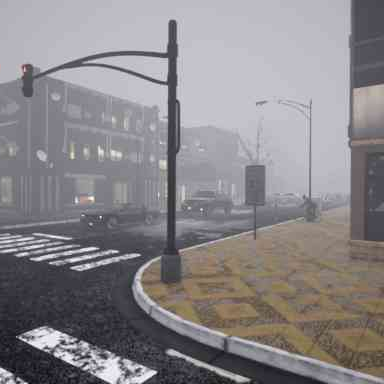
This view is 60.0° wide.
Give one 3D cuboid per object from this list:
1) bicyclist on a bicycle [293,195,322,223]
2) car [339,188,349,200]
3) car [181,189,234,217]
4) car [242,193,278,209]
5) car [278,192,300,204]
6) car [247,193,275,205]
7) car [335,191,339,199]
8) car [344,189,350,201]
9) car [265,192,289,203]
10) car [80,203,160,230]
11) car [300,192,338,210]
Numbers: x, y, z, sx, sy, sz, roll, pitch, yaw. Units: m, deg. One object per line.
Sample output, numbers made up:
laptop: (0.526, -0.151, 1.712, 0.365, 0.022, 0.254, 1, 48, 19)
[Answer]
bicyclist on a bicycle: (6.785, 1.003, 19.589, 1.656, 1.620, 0.582, 0, 1, 35)
car: (24.218, 0.571, 54.545, 2.033, 1.411, 5.357, 1, 1, 36)
car: (1.379, 0.797, 27.130, 2.150, 2.045, 5.566, 1, 1, 35)
car: (7.089, 1.013, 35.379, 1.895, 1.301, 4.718, 1, 1, 35)
car: (12.961, 0.771, 43.792, 1.812, 1.442, 4.674, 1, 1, 34)
car: (8.870, 0.820, 42.612, 1.887, 1.381, 4.507, 2, 2, 35)
car: (18.538, 0.788, 46.308, 1.895, 1.301, 4.718, 1, 1, 35)
car: (25.417, 0.618, 51.680, 1.887, 1.381, 4.507, 2, 2, 35)
car: (12.109, 0.766, 47.234, 1.802, 1.307, 4.206, 2, 2, 35)
car: (-4.062, 1.333, 19.289, 1.895, 1.301, 4.718, 1, 1, 35)
car: (12.658, 0.993, 33.059, 2.008, 1.369, 4.403, 2, 2, 35)
